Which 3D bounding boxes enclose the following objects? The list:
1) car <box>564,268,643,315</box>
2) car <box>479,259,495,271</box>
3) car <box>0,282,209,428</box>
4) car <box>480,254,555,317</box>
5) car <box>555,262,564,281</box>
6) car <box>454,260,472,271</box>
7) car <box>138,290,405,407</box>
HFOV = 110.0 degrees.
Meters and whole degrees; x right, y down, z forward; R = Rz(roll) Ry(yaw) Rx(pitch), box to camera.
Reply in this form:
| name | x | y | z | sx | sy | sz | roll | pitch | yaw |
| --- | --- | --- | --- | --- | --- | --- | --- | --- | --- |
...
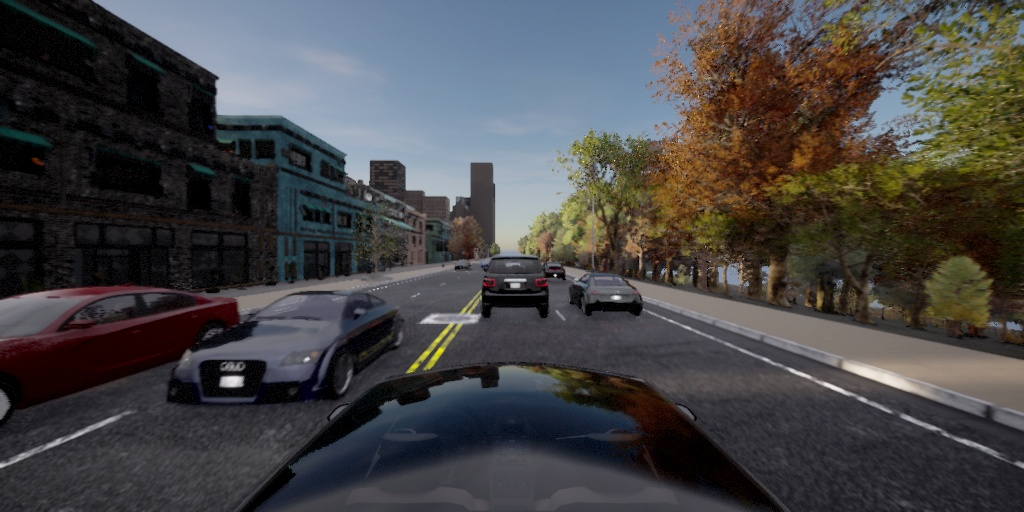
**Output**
| name | x | y | z | sx | sy | sz | roll | pitch | yaw |
| --- | --- | --- | --- | --- | --- | --- | --- | --- | --- |
| car | 3.352 | 1.310 | 13.523 | 1.994 | 1.385 | 4.181 | 0 | 0 | 0 |
| car | -3.328 | 1.213 | 48.920 | 1.882 | 1.535 | 5.008 | 0 | 0 | 0 |
| car | -6.600 | 1.227 | 5.388 | 1.882 | 1.535 | 5.008 | 0 | 0 | 0 |
| car | 0.100 | 0.968 | 13.308 | 2.150 | 2.045 | 5.566 | 0 | 0 | 0 |
| car | 3.352 | 1.246 | 30.197 | 1.837 | 1.490 | 4.892 | 0 | 0 | 0 |
| car | -6.573 | 1.242 | 48.380 | 1.837 | 1.490 | 4.892 | 0 | -1 | 0 |
| car | -3.351 | 1.313 | 6.281 | 1.994 | 1.385 | 4.181 | 0 | 0 | 0 |
